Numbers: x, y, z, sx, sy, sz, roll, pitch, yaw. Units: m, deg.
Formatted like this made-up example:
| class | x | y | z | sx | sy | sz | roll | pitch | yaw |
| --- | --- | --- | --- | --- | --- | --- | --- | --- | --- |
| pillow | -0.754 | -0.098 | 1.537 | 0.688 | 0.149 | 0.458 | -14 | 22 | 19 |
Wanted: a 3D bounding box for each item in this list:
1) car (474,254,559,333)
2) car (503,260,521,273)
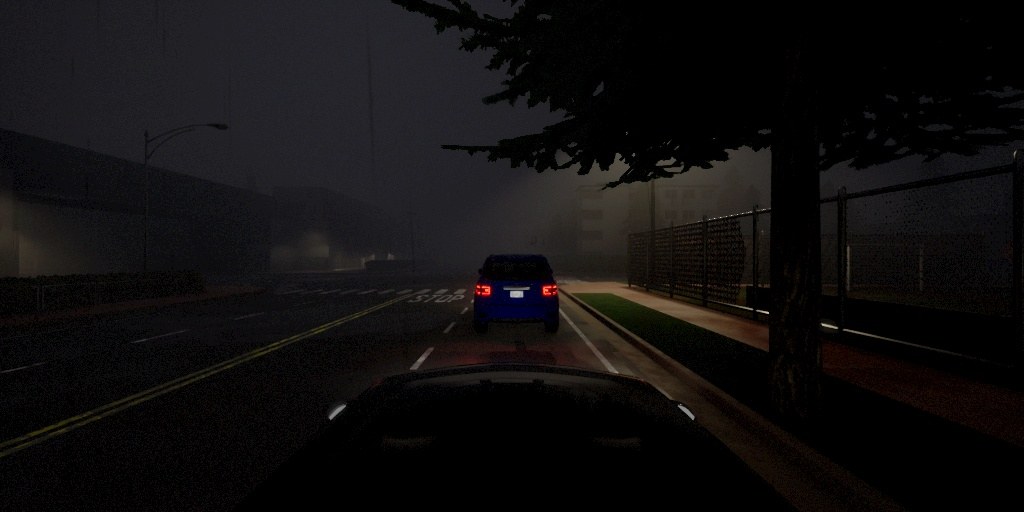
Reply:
| class | x | y | z | sx | sy | sz | roll | pitch | yaw |
| --- | --- | --- | --- | --- | --- | --- | --- | --- | --- |
| car | 0.113 | 0.972 | 10.933 | 2.150 | 2.045 | 5.566 | 0 | 0 | 0 |
| car | 0.013 | 1.241 | 45.771 | 2.128 | 1.511 | 4.902 | 0 | 0 | 0 |
